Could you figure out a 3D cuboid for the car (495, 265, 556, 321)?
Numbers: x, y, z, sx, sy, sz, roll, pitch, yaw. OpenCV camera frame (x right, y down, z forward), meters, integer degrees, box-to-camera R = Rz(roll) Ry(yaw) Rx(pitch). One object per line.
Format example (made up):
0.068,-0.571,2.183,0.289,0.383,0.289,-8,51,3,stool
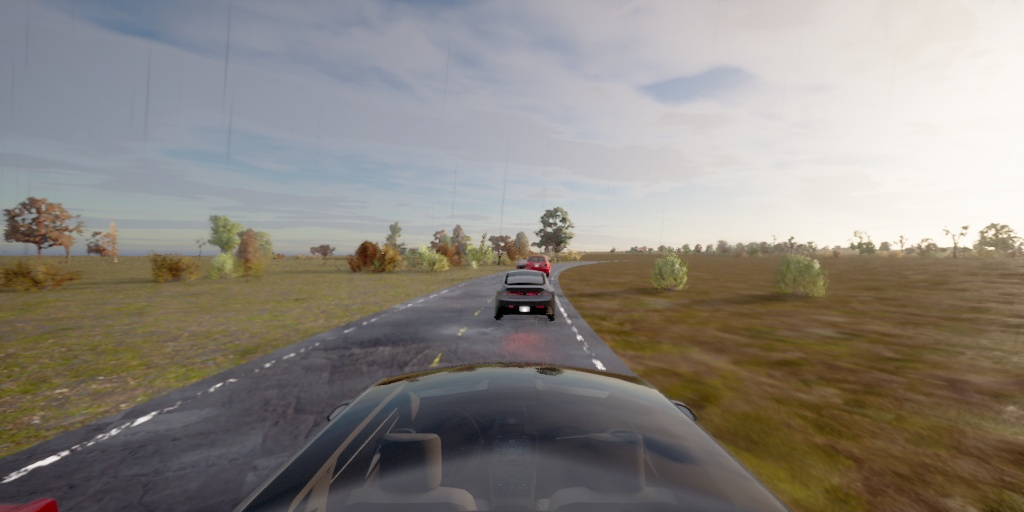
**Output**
0.480,1.248,12.537,1.837,1.490,4.892,0,0,3,car

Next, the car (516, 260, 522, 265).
1.830,1.193,48.728,1.882,1.535,5.008,0,0,12,car

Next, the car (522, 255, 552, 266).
2.588,0.955,34.586,2.150,2.045,5.566,0,0,8,car
